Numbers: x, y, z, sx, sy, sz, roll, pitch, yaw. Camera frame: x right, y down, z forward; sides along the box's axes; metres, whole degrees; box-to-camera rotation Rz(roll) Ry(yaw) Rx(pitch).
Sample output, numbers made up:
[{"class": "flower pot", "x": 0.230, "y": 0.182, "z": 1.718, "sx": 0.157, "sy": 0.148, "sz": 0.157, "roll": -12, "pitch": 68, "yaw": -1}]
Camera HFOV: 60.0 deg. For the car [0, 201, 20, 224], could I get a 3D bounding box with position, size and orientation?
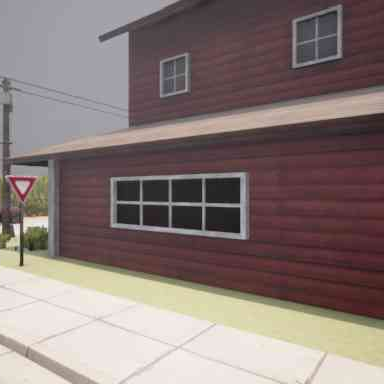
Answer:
[{"class": "car", "x": -14.260, "y": 1.388, "z": 22.838, "sx": 2.097, "sy": 1.767, "sz": 4.553, "roll": 0, "pitch": 0, "yaw": 36}]
